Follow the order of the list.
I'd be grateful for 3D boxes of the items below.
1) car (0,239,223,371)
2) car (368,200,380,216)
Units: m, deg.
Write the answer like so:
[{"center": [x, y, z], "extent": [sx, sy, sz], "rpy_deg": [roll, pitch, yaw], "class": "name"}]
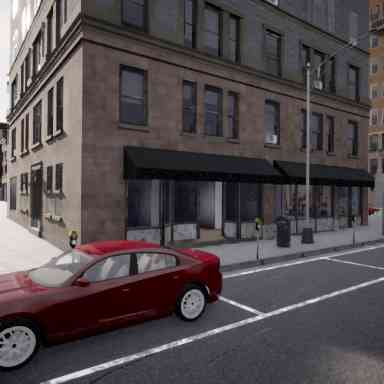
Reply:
[{"center": [-1.518, 1.545, 5.672], "extent": [4.507, 1.381, 1.887], "rpy_deg": [0, 1, -35], "class": "car"}, {"center": [14.159, 1.060, 30.727], "extent": [2.150, 2.045, 5.566], "rpy_deg": [1, 0, -35], "class": "car"}]
